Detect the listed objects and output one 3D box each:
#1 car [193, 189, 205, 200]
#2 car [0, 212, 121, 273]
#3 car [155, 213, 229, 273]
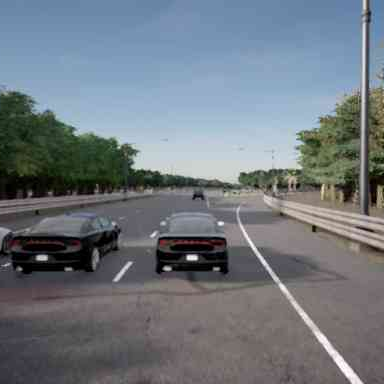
[{"bbox_3d":[1.350,0.494,66.570,2.150,2.045,5.566,0,1,3],"label":"car"},{"bbox_3d":[-3.497,1.354,10.221,1.882,1.535,5.008,0,1,0],"label":"car"},{"bbox_3d":[0.003,1.371,10.309,1.882,1.535,5.008,0,1,0],"label":"car"}]
